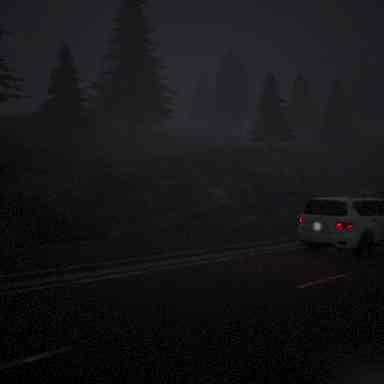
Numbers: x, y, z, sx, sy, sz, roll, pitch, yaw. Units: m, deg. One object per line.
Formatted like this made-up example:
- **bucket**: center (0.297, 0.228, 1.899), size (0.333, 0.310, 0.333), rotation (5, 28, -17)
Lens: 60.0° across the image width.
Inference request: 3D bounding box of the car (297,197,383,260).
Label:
- **car**: center (6.329, 1.193, 12.553), size (5.566, 2.045, 2.150), rotation (0, 0, -35)
